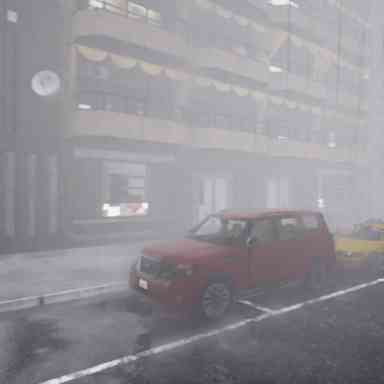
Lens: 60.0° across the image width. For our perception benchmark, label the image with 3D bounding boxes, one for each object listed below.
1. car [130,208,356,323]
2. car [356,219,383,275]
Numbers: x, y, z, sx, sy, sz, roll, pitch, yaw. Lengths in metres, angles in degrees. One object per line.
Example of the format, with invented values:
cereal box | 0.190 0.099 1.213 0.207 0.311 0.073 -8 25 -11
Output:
car | 1.185 1.329 7.399 5.009 1.841 2.192 0 0 -36
car | 5.678 1.558 10.608 4.829 1.417 1.752 0 0 -36
